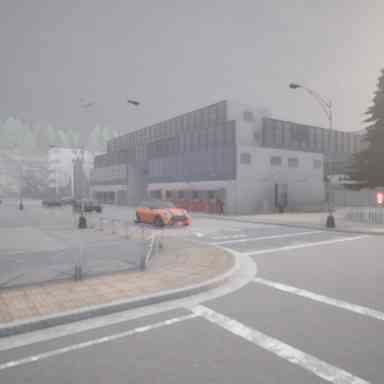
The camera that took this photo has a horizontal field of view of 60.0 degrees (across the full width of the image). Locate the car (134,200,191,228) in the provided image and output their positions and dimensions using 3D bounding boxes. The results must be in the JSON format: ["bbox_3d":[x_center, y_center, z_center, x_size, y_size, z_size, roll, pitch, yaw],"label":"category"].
[{"bbox_3d":[-2.009,1.334,21.837,2.097,1.767,4.553,0,0,-35],"label":"car"}]

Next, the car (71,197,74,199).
[{"bbox_3d":[-14.710,1.527,46.418,2.033,1.411,5.357,0,0,-34],"label":"car"}]

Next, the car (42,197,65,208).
[{"bbox_3d":[-20.418,1.585,48.397,1.895,1.301,4.718,0,0,-35],"label":"car"}]

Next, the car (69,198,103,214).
[{"bbox_3d":[-10.883,1.582,34.567,1.895,1.301,4.718,0,0,-35],"label":"car"}]

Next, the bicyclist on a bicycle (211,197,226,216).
[{"bbox_3d":[2.327,1.280,28.698,1.656,1.620,0.582,0,0,-35],"label":"bicyclist on a bicycle"}]

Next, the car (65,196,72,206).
[{"bbox_3d":[-20.427,1.485,54.527,1.837,1.490,4.892,0,0,-35],"label":"car"}]
